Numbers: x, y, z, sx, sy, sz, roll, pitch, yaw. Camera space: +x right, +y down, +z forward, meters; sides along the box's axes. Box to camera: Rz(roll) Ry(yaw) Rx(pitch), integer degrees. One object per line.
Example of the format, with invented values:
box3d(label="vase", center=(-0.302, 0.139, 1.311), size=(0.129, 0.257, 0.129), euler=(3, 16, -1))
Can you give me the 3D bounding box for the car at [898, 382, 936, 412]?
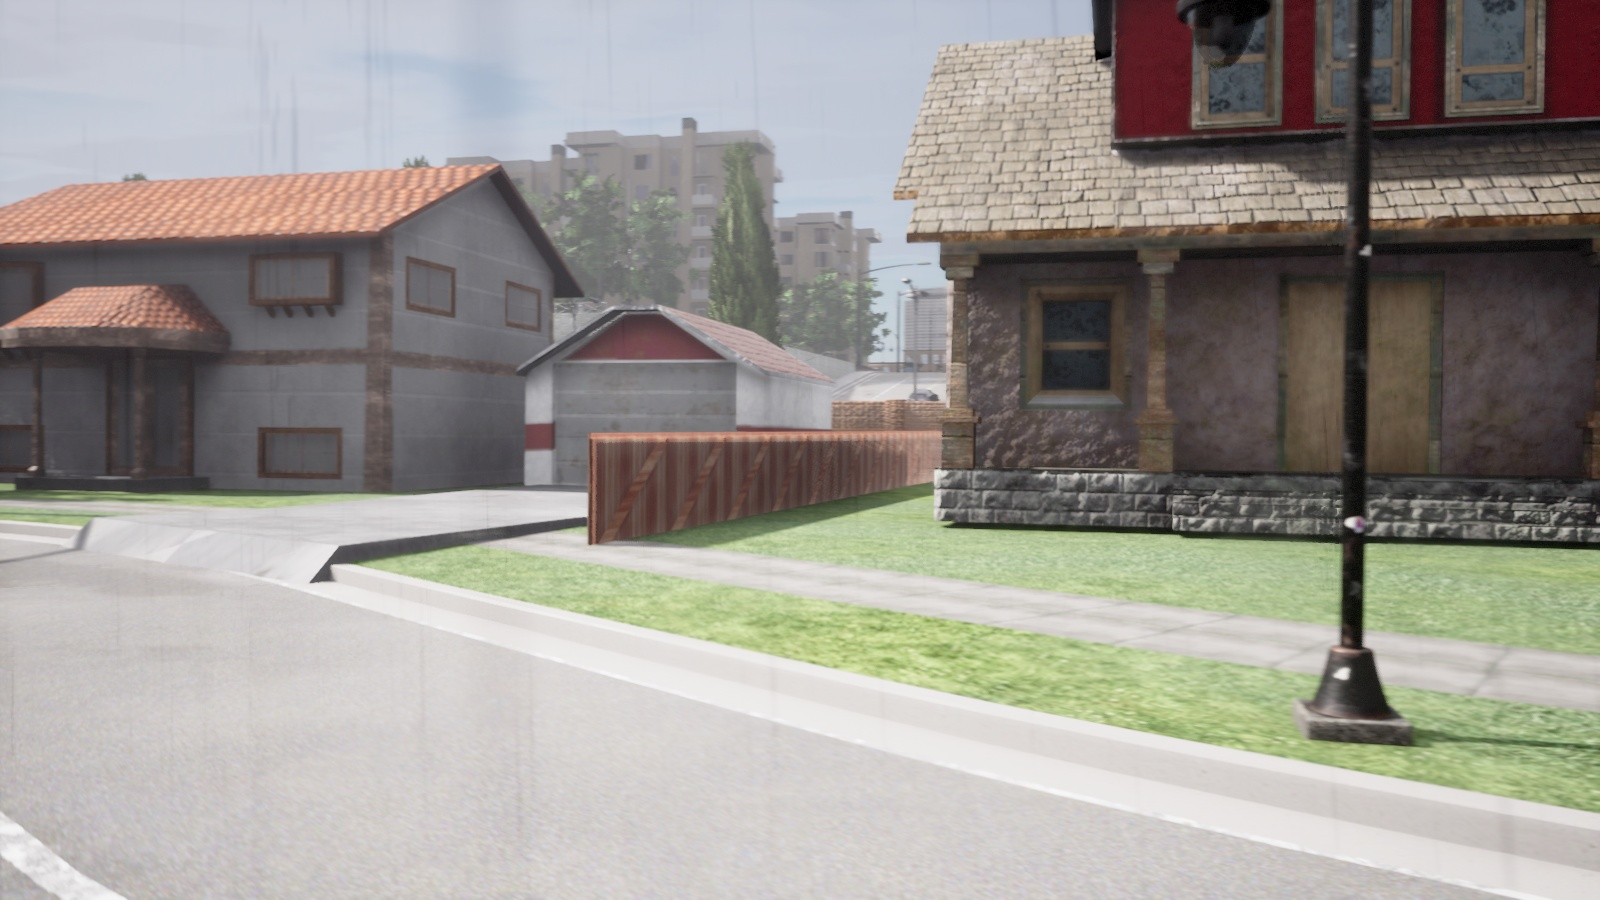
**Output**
box3d(label="car", center=(9.206, -4.191, 98.259), size=(2.033, 1.649, 4.856), euler=(0, 10, 16))
